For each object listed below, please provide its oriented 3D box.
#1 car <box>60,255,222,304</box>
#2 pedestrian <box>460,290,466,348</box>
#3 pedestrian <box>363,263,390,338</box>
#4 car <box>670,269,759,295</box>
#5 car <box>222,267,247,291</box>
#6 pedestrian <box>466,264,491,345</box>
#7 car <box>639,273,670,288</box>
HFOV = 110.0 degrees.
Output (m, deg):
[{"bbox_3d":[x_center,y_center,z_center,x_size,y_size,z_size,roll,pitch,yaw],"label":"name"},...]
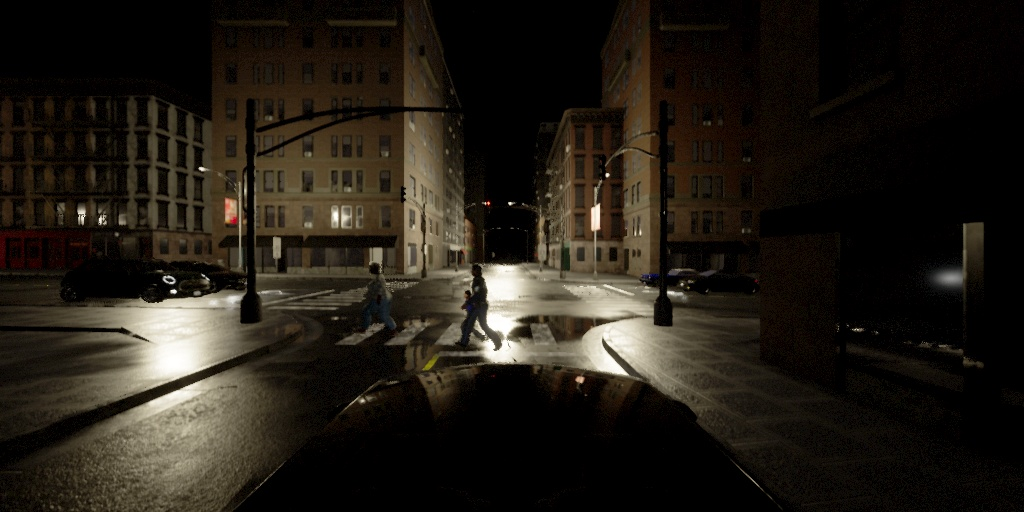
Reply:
[{"bbox_3d":[-14.855,0.876,14.383,4.553,1.767,2.097,1,0,0],"label":"car"},{"bbox_3d":[-0.911,1.315,8.080,0.375,1.300,0.375,0,0,0],"label":"pedestrian"},{"bbox_3d":[-3.278,1.029,8.682,0.375,1.860,0.375,0,0,0],"label":"pedestrian"},{"bbox_3d":[11.950,1.504,20.981,4.181,1.385,1.994,1,0,0],"label":"car"},{"bbox_3d":[-15.481,1.009,17.635,4.892,1.490,1.837,2,0,0],"label":"car"},{"bbox_3d":[-0.694,1.036,7.480,0.375,1.860,0.375,0,0,0],"label":"pedestrian"},{"bbox_3d":[11.174,1.526,24.233,4.718,1.301,1.895,1,0,0],"label":"car"}]
